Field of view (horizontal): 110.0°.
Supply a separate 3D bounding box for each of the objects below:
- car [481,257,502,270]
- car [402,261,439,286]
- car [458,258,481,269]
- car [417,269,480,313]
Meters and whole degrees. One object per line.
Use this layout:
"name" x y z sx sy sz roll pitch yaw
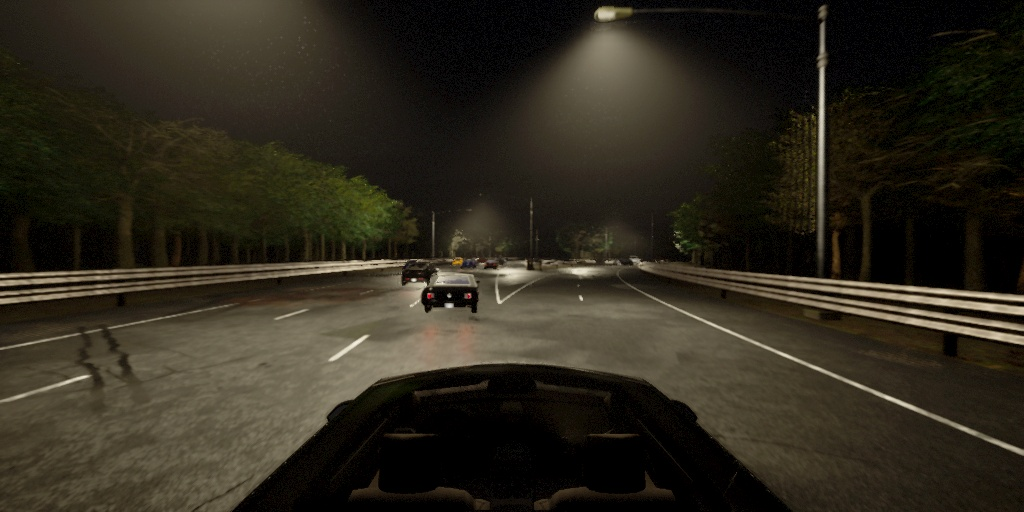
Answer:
"car" -3.095 1.293 54.317 2.033 1.411 5.357 0 0 1
"car" -6.191 1.220 24.665 1.837 1.490 4.892 0 0 -2
"car" -6.456 1.072 55.370 2.097 1.767 4.553 0 0 2
"car" -2.198 1.341 13.977 1.895 1.301 4.718 0 0 -4
